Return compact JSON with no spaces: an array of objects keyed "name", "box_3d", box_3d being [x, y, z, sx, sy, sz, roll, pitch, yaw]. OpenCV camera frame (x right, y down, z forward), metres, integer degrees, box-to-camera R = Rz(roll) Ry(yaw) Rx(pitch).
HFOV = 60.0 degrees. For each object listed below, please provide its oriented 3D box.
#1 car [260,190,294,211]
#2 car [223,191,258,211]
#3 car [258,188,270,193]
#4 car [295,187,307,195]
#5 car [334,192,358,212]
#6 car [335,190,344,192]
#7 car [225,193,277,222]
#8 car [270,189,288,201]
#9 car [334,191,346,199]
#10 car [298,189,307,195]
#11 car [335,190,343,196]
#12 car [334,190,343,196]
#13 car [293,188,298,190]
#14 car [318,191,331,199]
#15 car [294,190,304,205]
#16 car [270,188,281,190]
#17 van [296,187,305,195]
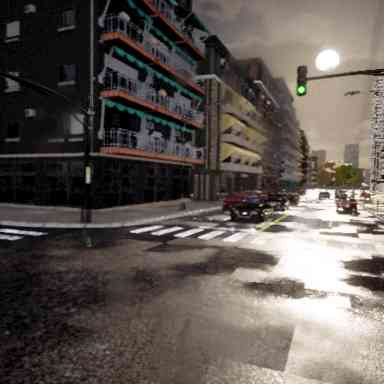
[{"name":"car","box_3d":[7.759,0.815,30.244,1.837,1.490,4.892,2,2,23]},{"name":"car","box_3d":[3.911,0.837,27.879,1.887,1.381,4.507,1,1,23]},{"name":"car","box_3d":[6.135,0.645,33.069,1.967,1.590,4.097,1,1,23]},{"name":"car","box_3d":[23.926,-0.169,74.604,2.192,1.841,5.009,1,1,23]},{"name":"car","box_3d":[13.828,0.990,29.843,1.887,1.381,4.507,1,1,23]},{"name":"car","box_3d":[22.723,0.651,50.611,2.008,1.369,4.403,1,1,23]},{"name":"car","box_3d":[3.852,1.028,21.139,1.994,1.385,4.181,2,2,23]},{"name":"car","box_3d":[12.806,0.385,48.645,1.967,1.590,4.097,1,1,23]},{"name":"car","box_3d":[27.171,0.473,60.995,1.887,1.381,4.507,1,1,23]},{"name":"car","box_3d":[28.371,-0.072,84.993,1.802,1.307,4.206,1,1,23]},{"name":"car","box_3d":[33.909,0.194,76.728,1.752,1.417,4.829,1,1,23]},{"name":"car","box_3d":[36.066,0.132,81.764,1.887,1.381,4.507,1,1,23]},{"name":"car","box_3d":[17.253,0.355,59.033,1.802,1.307,4.206,1,1,23]},{"name":"car","box_3d":[22.817,0.496,57.293,1.994,1.385,4.181,2,2,23]},{"name":"car","box_3d":[11.762,0.755,39.586,1.895,1.301,4.718,2,2,23]},{"name":"car","box_3d":[10.584,0.346,43.451,2.192,1.841,5.009,1,1,23]},{"name":"van","box_3d":[26.149,-0.228,79.795,1.690,1.788,3.998,1,1,23]}]
